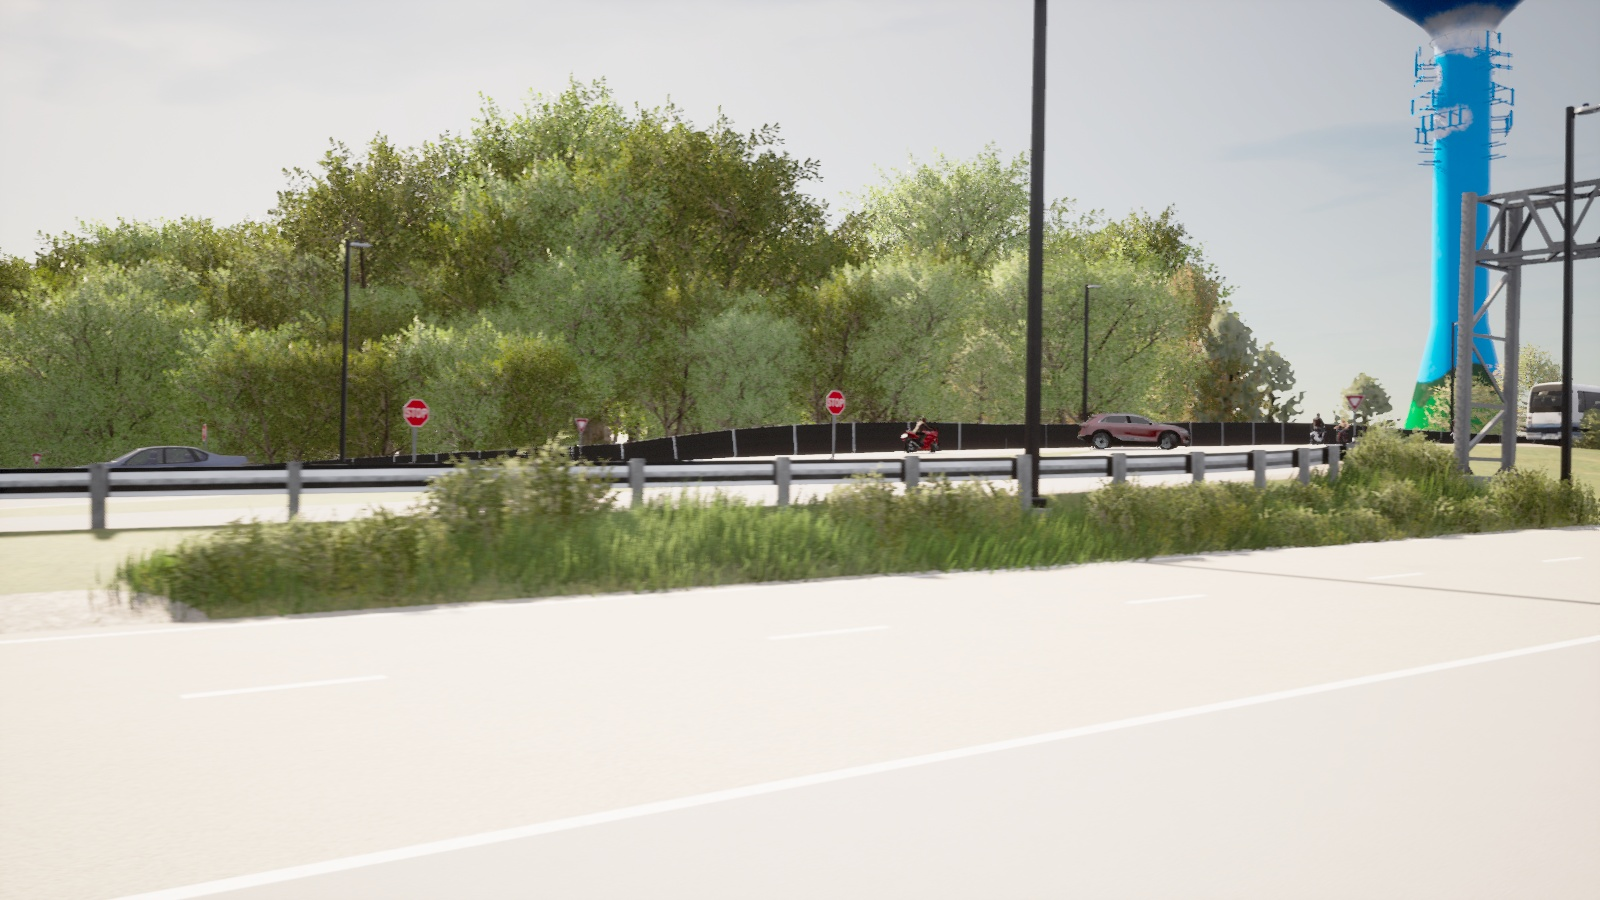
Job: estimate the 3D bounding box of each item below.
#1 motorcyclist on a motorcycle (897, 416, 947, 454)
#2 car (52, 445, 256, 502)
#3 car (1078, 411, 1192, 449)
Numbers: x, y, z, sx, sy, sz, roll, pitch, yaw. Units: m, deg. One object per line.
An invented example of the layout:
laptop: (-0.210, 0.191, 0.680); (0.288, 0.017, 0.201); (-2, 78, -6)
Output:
motorcyclist on a motorcycle: (5.122, -0.627, 52.589); (2.044, 1.523, 0.797); (-2, 1, -36)
car: (-19.919, 0.672, 38.800); (5.357, 1.411, 2.033); (-3, 2, -33)
car: (14.999, -0.900, 56.474); (4.856, 1.649, 2.033); (1, 0, 13)
